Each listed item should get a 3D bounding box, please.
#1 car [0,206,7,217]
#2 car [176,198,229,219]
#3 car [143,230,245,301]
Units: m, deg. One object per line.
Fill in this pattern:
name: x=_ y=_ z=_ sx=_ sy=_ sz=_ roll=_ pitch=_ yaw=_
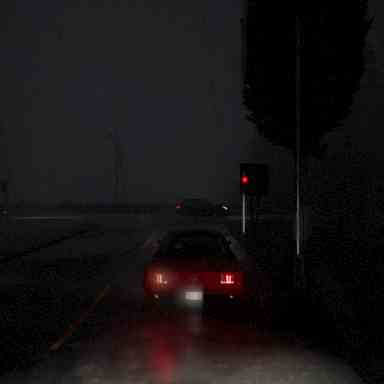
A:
car: x=-18.586 y=1.491 z=28.863 sx=4.902 sy=1.511 sz=2.128 roll=0 pitch=0 yaw=0
car: x=0.898 y=1.350 z=28.786 sx=4.553 sy=1.767 sz=2.097 roll=0 pitch=0 yaw=0
car: x=0.064 y=1.601 z=8.276 sx=1.895 sy=1.301 sz=4.718 roll=0 pitch=0 yaw=1
